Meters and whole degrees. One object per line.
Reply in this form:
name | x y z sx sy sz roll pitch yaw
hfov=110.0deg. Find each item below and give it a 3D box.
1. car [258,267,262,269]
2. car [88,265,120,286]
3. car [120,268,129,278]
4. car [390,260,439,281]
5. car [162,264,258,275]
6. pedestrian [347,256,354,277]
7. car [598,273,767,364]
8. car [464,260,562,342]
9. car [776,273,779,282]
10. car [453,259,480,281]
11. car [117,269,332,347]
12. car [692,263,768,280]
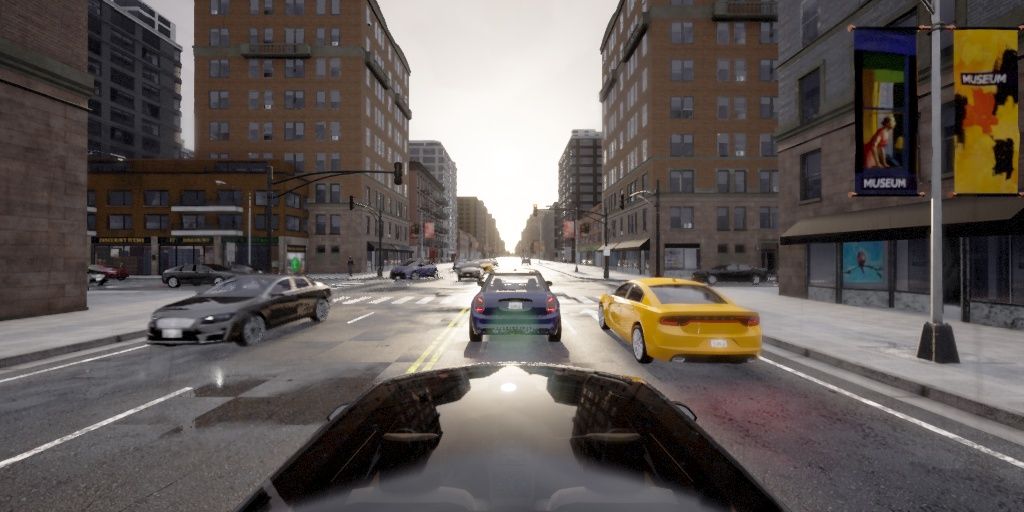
car | -22.161 1.330 28.605 4.313 1.339 1.948 0 0 0
car | -29.101 1.232 23.146 4.902 1.511 2.128 0 0 0
car | -33.184 1.344 28.646 4.207 1.307 1.802 0 0 0
car | -8.073 1.115 29.968 2.097 1.767 4.553 0 0 21
car | -19.613 1.248 23.110 4.892 1.490 1.837 0 0 0
pedestrian | -14.183 0.920 31.452 0.375 1.860 0.375 0 0 0
car | 3.317 1.228 8.133 1.882 1.535 5.008 0 0 1
car | 0.079 1.102 9.935 2.097 1.767 4.553 0 0 0
car | 20.065 1.139 23.357 4.553 1.767 2.097 0 0 1
car | -3.390 1.265 29.900 1.837 1.490 4.892 0 0 0
car | -6.612 1.242 9.422 2.128 1.511 4.902 0 0 0
car | 15.849 1.268 26.282 5.008 1.535 1.882 0 0 1
